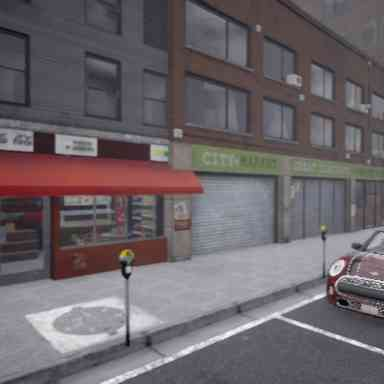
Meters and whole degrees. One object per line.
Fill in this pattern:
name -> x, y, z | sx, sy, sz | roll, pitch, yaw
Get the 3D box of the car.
car -> 4.491, 1.471, 6.940 | 4.097, 1.590, 1.967 | 1, 0, -42
